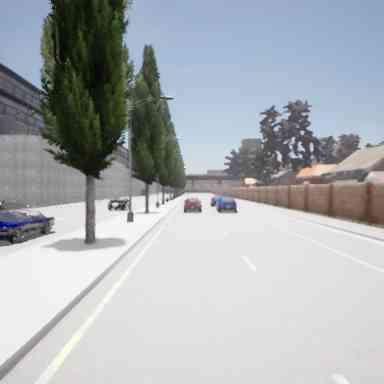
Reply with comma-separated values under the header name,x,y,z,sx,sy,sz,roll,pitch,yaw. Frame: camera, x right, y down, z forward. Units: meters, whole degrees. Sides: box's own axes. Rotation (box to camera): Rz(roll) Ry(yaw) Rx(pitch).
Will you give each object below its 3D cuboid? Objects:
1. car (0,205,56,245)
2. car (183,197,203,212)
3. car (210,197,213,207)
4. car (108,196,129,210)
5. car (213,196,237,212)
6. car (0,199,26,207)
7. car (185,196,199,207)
name,x,y,z,sx,sy,sz,roll,pitch,yaw
car,-8.096,1.501,15.235,1.895,1.301,4.718,0,0,0
car,0.069,1.301,34.726,1.812,1.442,4.674,0,1,0
car,3.535,1.229,45.960,1.812,1.442,4.674,0,1,1
car,-7.989,1.238,37.068,2.128,1.511,4.902,1,-1,0
car,3.560,1.253,34.750,1.882,1.535,5.008,0,1,0
car,-12.338,1.297,23.073,1.837,1.490,4.892,4,-1,-29
car,0.027,1.308,45.402,1.895,1.301,4.718,0,0,1
